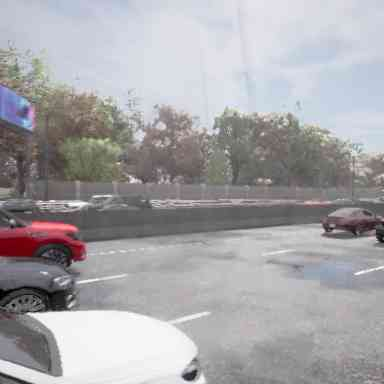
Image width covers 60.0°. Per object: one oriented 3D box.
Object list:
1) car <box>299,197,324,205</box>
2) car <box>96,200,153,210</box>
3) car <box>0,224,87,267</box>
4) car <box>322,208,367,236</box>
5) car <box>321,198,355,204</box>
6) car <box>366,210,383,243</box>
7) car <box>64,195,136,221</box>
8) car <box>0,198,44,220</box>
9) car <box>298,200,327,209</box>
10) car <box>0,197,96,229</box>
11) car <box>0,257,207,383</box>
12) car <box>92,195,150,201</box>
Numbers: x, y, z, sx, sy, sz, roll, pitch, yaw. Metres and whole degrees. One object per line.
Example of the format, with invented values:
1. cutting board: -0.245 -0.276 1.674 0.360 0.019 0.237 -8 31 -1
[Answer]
1. car: 17.561 1.609 46.564 4.553 1.767 2.097 1 0 -35
2. car: -5.185 1.519 21.785 5.008 1.535 1.882 0 0 -35
3. car: -4.300 1.487 4.980 4.902 1.511 2.128 0 0 -35
4. car: 9.325 1.627 18.998 4.674 1.442 1.812 0 0 -35
5. car: 19.580 1.759 43.702 4.892 1.490 1.837 0 0 -35
6. car: 10.381 1.600 15.450 4.892 1.490 1.837 0 0 -36
7. car: -7.811 1.271 28.512 5.566 2.045 2.150 0 0 -35
8. car: -15.025 1.367 27.664 4.553 1.767 2.097 0 0 -35
9. car: 18.741 1.886 51.686 4.718 1.301 1.895 1 0 -35
10. car: -5.585 1.221 8.360 5.566 2.045 2.150 0 0 -35
11. car: -2.028 1.523 2.300 4.674 1.442 1.812 0 0 -36
12. car: -5.693 1.272 25.723 5.566 2.045 2.150 0 0 -35
